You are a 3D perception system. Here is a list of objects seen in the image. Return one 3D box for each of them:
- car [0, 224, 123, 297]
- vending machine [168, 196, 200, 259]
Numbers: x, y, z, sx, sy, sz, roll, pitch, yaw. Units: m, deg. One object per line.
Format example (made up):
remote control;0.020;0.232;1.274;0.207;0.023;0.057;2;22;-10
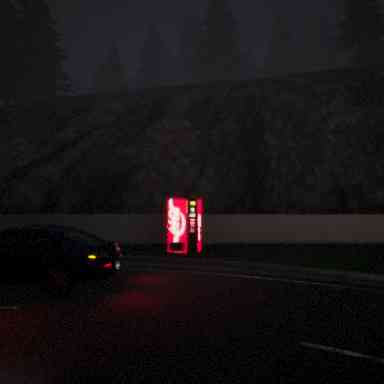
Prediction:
car;-4.038;1.526;8.125;4.674;1.442;1.812;0;0;6
vending machine;-0.263;1.195;11.787;0.880;2.100;1.100;0;0;14
